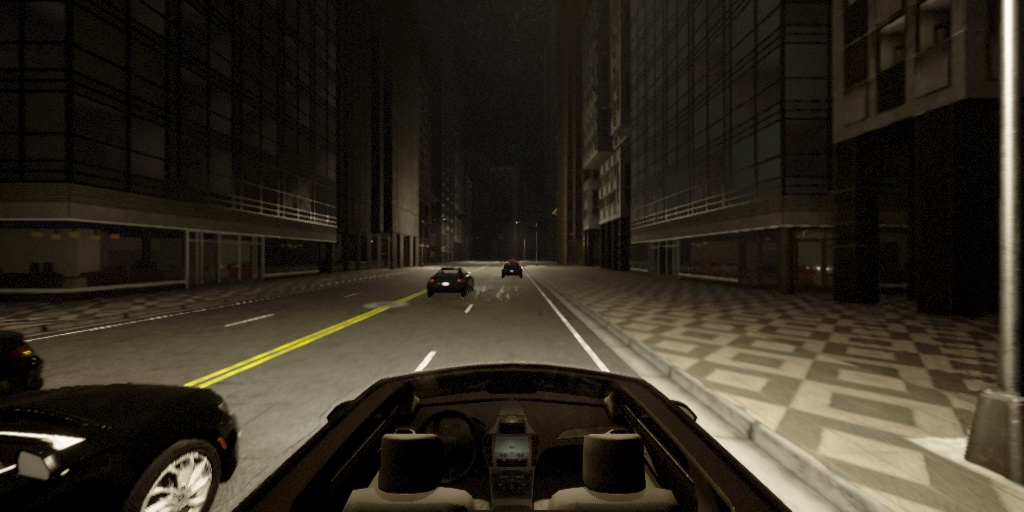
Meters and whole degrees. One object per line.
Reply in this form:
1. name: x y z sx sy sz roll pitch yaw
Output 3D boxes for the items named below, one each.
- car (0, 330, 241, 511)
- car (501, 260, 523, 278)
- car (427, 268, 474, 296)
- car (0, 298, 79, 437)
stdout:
1. car: -3.150 1.255 0.951 1.837 1.490 4.892 0 0 0
2. car: 0.013 1.293 33.775 1.994 1.385 4.181 0 0 0
3. car: -3.153 1.297 18.998 1.994 1.385 4.181 0 0 0
4. car: -6.571 1.274 2.348 1.812 1.442 4.674 0 0 0
